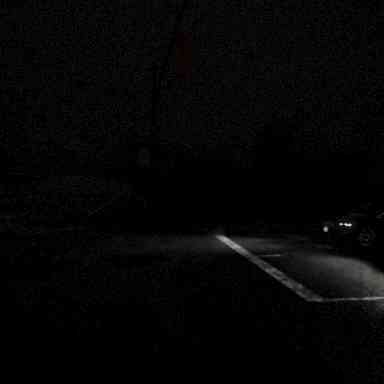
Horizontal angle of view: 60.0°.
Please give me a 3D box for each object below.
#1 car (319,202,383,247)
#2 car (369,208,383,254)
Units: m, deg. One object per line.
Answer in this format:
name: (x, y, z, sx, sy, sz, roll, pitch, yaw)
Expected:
car: (7.290, 1.146, 12.560, 4.902, 1.511, 2.128, 1, 3, -11)
car: (7.608, 1.344, 9.062, 4.674, 1.442, 1.812, 1, 3, -11)
